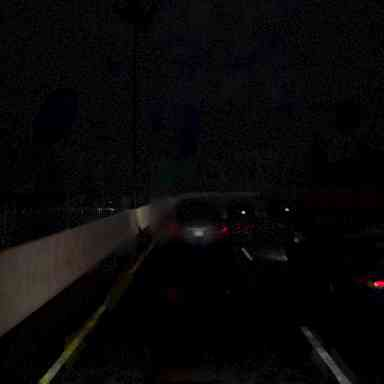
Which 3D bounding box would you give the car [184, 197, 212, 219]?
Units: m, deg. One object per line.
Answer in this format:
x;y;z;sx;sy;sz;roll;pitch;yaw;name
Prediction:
0.484;1.257;27.629;2.128;1.511;4.902;0;1;1;car

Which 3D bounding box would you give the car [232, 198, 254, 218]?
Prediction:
3.989;1.285;27.853;1.837;1.490;4.892;0;0;1;car

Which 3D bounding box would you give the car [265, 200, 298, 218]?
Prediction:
7.494;1.360;28.138;1.994;1.385;4.181;0;0;1;car

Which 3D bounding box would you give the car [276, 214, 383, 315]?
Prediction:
3.665;1.499;7.717;2.033;1.411;5.357;0;1;1;car

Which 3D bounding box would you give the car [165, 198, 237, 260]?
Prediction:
0.249;1.250;12.152;2.097;1.767;4.553;0;1;1;car
